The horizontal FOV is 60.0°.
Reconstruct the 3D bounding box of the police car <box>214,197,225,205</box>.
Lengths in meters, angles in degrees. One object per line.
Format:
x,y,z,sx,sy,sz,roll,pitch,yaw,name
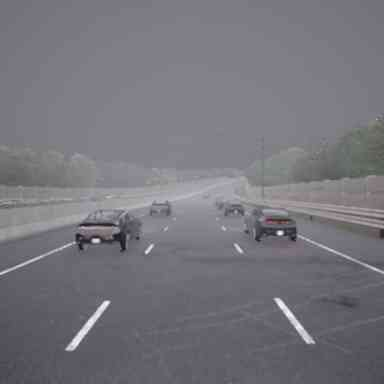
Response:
5.358,1.682,64.606,2.038,1.542,4.974,0,0,3,police car

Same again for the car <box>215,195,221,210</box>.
4.333,1.528,42.839,1.882,1.535,5.008,0,0,2,car

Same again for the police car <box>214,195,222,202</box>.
6.794,1.618,86.451,1.930,1.638,5.238,0,0,4,police car

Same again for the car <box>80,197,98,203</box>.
-19.286,1.652,62.790,2.033,1.411,5.357,0,0,3,car

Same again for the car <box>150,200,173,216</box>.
-2.910,1.486,32.155,2.128,1.511,4.902,0,0,2,car

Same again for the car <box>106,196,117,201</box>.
-15.602,1.627,65.925,1.837,1.490,4.892,0,0,3,car

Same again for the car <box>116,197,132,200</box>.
-12.280,1.725,62.797,1.895,1.301,4.718,0,0,4,car

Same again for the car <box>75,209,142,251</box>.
-3.288,1.467,13.909,2.128,1.511,4.902,0,0,1,car

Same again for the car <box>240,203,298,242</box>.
3.747,1.484,16.422,1.837,1.490,4.892,0,0,1,car

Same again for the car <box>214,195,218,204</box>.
4.795,1.622,53.727,1.837,1.490,4.892,0,0,3,car

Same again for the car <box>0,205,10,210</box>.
-13.860,1.456,21.732,2.128,1.511,4.902,0,0,1,car

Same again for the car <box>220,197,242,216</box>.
3.973,1.508,31.949,1.837,1.490,4.892,0,0,2,car

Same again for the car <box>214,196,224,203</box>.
6.021,1.694,75.477,2.128,1.511,4.902,0,0,4,car
